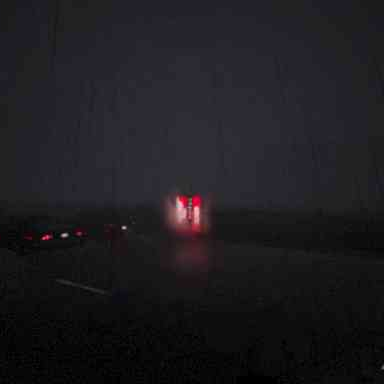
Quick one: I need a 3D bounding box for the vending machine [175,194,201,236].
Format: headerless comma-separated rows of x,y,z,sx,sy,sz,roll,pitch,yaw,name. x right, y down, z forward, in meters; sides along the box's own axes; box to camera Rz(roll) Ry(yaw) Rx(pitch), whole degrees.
-0.203,1.184,17.611,0.880,2.100,1.100,0,0,36,vending machine

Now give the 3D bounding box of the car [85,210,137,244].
-4.626,1.551,15.892,4.181,1.385,1.994,0,0,36,car

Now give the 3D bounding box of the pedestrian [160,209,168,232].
-1.471,1.130,17.648,0.375,1.860,0.375,0,0,36,pedestrian

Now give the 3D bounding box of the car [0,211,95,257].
-6.408,1.534,12.865,5.357,1.411,2.033,0,0,36,car
